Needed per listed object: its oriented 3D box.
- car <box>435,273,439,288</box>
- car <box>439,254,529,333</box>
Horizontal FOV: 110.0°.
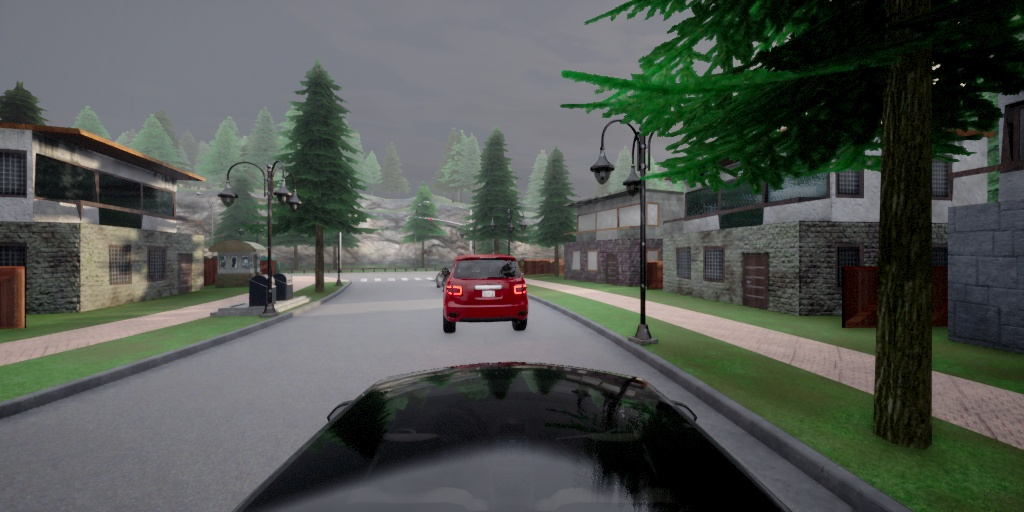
[{"bbox_3d":[-3.359,1.297,21.172,2.033,1.411,5.357,0,0,-18],"label":"car"},{"bbox_3d":[-0.947,0.971,10.987,2.150,2.045,5.566,0,0,-9],"label":"car"}]
